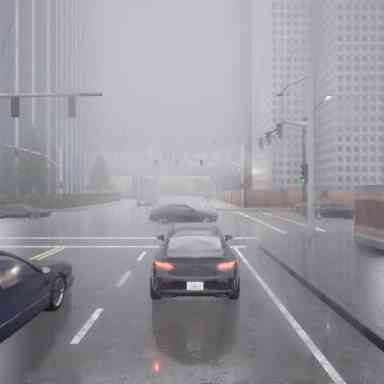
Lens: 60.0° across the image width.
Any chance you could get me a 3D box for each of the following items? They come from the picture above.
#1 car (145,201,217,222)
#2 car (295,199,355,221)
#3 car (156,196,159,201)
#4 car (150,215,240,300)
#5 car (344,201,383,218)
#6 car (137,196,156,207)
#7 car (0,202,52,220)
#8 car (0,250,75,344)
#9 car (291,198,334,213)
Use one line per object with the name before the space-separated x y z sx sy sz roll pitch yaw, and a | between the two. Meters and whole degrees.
car | -0.592 1.526 22.686 4.674 1.442 1.812 0 0 -1
car | 11.079 1.505 26.292 4.892 1.490 1.837 0 0 0
car | -7.132 1.491 60.301 2.128 1.511 4.902 0 0 0
car | 0.069 1.526 8.286 1.812 1.442 4.674 0 0 0
car | 16.852 1.547 29.974 5.357 1.411 2.033 0 0 0
car | -7.147 1.491 50.240 2.128 1.511 4.902 0 0 0
car | -14.307 1.547 26.907 5.357 1.411 2.033 0 0 -14
car | -3.446 1.547 4.690 2.033 1.411 5.357 0 0 0
car | 12.378 1.352 33.492 4.553 1.767 2.097 0 0 0
